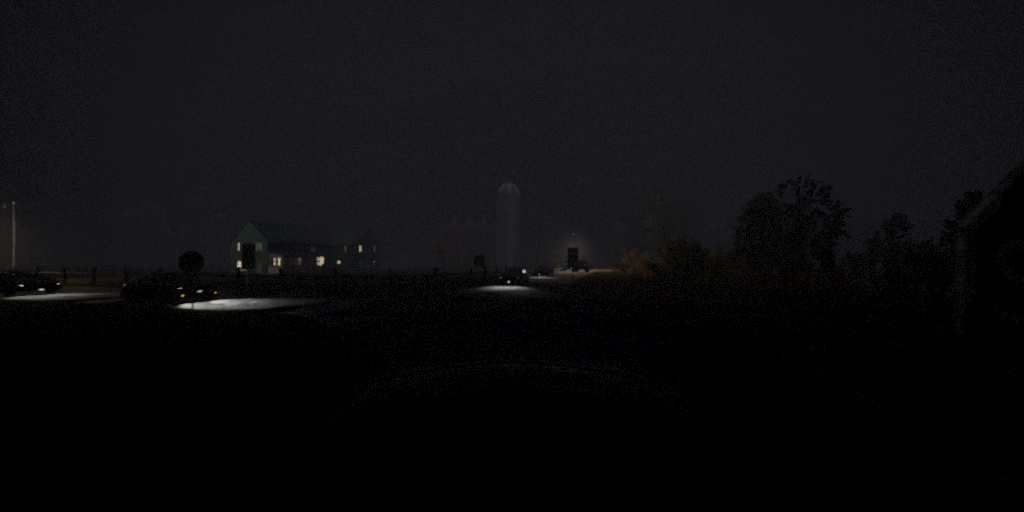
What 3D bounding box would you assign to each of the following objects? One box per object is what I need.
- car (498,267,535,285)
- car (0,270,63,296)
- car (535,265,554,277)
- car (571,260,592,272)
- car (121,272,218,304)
[{"bbox_3d":[0.293,1.623,29.992,2.033,1.411,5.357,0,-1,12],"label":"car"},{"bbox_3d":[-29.468,1.539,21.250,5.357,1.411,2.033,0,0,16],"label":"car"},{"bbox_3d":[3.936,1.797,44.425,2.033,1.411,5.357,0,-1,17],"label":"car"},{"bbox_3d":[11.688,1.682,60.225,2.150,2.045,5.566,0,-1,17],"label":"car"},{"bbox_3d":[-16.840,1.508,17.680,4.181,1.385,1.994,0,0,15],"label":"car"}]
